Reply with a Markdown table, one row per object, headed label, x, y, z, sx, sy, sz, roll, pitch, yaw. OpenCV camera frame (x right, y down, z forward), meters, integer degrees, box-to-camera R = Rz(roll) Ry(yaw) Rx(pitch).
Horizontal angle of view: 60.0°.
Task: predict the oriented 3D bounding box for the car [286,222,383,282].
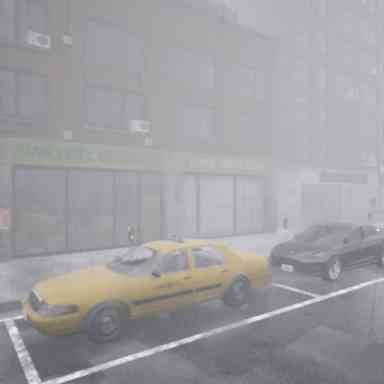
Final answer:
| label | x | y | z | sx | sy | sz | roll | pitch | yaw |
| --- | --- | --- | --- | --- | --- | --- | --- | --- | --- |
| car | 4.219 | 1.576 | 9.776 | 4.313 | 1.339 | 1.947 | 0 | 0 | -36 |

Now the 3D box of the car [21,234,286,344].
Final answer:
| label | x | y | z | sx | sy | sz | roll | pitch | yaw |
| --- | --- | --- | --- | --- | --- | --- | --- | --- | --- |
| car | -0.534 | 1.529 | 6.385 | 4.829 | 1.417 | 1.752 | 0 | 0 | -36 |
